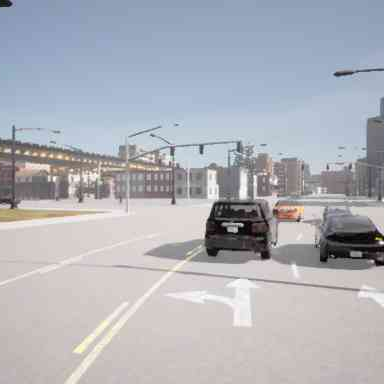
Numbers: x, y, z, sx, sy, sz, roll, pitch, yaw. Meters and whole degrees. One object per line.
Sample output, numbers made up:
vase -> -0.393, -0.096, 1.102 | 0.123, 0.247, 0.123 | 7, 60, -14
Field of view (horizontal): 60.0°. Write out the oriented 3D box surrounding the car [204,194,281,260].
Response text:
car -> 2.071, 1.257, 12.832 | 2.150, 2.045, 5.566 | 0, 0, 18

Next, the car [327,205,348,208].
car -> 10.834, 1.614, 24.844 | 1.895, 1.301, 4.718 | 0, 0, 23

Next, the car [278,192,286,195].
car -> 23.836, 0.825, 88.713 | 2.128, 1.511, 4.902 | 0, 1, 23

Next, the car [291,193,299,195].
car -> 27.039, 0.896, 87.302 | 1.895, 1.301, 4.718 | 0, 1, 23

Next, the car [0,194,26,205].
car -> -32.289, 1.495, 59.177 | 4.902, 1.511, 2.128 | 0, 0, 38

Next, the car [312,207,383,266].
car -> 5.394, 1.515, 11.732 | 1.837, 1.490, 4.892 | 0, 0, 18

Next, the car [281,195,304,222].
car -> 7.594, 1.363, 26.170 | 2.097, 1.767, 4.553 | 0, 0, 23

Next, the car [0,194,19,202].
car -> -40.578, 1.344, 74.171 | 2.097, 1.767, 4.553 | 0, 0, -7

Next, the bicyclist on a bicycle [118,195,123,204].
bicyclist on a bicycle -> -12.534, 1.302, 58.241 | 0.582, 1.620, 1.656 | 0, 0, 22
